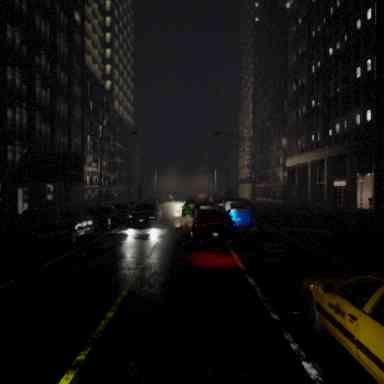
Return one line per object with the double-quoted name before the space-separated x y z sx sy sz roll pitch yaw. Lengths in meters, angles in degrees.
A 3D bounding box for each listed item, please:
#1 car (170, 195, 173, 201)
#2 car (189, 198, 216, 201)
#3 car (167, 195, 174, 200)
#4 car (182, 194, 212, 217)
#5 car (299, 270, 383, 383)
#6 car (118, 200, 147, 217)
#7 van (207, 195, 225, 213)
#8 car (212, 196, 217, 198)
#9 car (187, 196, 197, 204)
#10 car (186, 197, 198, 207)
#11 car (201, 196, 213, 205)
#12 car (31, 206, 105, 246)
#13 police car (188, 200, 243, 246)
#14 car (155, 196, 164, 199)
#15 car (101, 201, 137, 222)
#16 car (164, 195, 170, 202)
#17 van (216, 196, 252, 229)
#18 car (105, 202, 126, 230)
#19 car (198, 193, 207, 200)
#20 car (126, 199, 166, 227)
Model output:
"car" -5.704 1.523 72.015 1.802 1.307 4.206 -1 0 0
"car" 0.898 1.458 25.209 1.882 1.535 5.008 0 0 0
"car" -5.705 1.452 88.896 1.752 1.417 4.829 -1 0 0
"car" 0.380 1.327 31.306 2.097 1.767 4.553 0 0 9
"car" 2.683 1.522 3.982 1.752 1.417 4.829 -1 0 0
"car" -5.701 1.525 32.230 2.008 1.369 4.403 -1 0 0
"van" 2.678 1.311 37.914 1.690 1.788 3.998 -1 0 0
"car" 2.678 1.290 32.230 2.192 1.841 5.009 -1 0 0
"car" -0.006 1.501 66.222 2.033 1.411 5.357 0 0 0
"car" -0.004 1.485 51.221 1.812 1.442 4.674 0 0 0
"car" 2.678 1.502 60.648 2.008 1.369 4.403 -1 0 0
"car" -5.699 1.538 15.179 2.008 1.369 4.403 -1 0 0
"police car" 0.899 1.413 15.319 1.930 1.638 5.238 0 0 0
"car" -5.702 1.511 49.281 2.008 1.369 4.403 -1 0 0
"car" -5.700 1.523 26.546 1.887 1.381 4.507 -1 0 0
"car" -5.703 1.502 60.648 2.008 1.369 4.403 -1 0 0
"van" 2.679 1.325 20.863 1.690 1.788 3.998 -1 0 0
"car" -5.699 1.549 20.862 1.947 1.339 4.313 -1 0 0
"car" 2.673 1.242 89.067 2.192 1.841 5.009 -1 0 0
"car" -3.101 1.487 22.686 1.837 1.490 4.892 0 0 0
